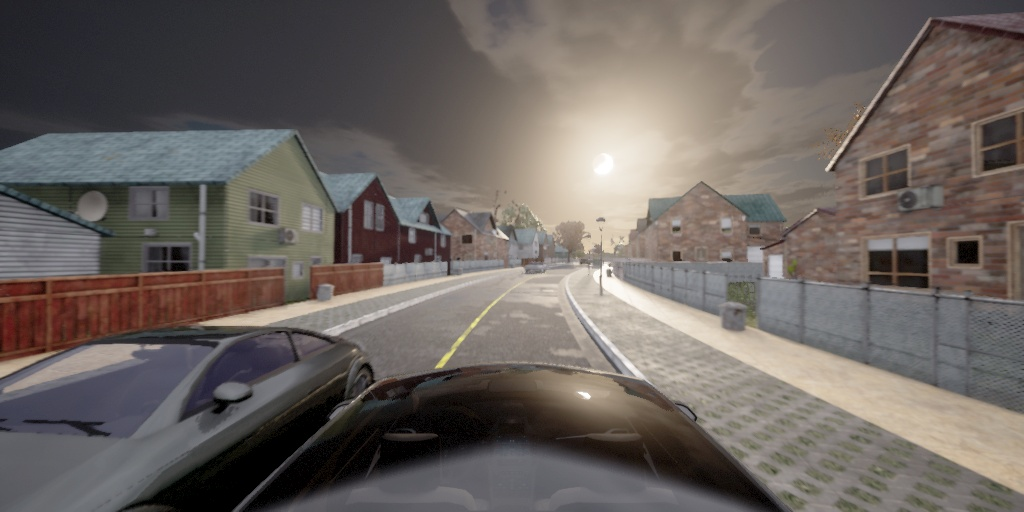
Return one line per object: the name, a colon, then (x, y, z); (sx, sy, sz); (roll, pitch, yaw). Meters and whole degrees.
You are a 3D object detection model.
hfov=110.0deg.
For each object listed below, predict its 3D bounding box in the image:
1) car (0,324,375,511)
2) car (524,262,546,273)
car: (-2.731, 1.303, 2.817); (1.994, 1.385, 4.181); (0, 0, 1)
car: (2.796, 1.327, 42.675); (1.895, 1.301, 4.718); (0, 0, 15)
